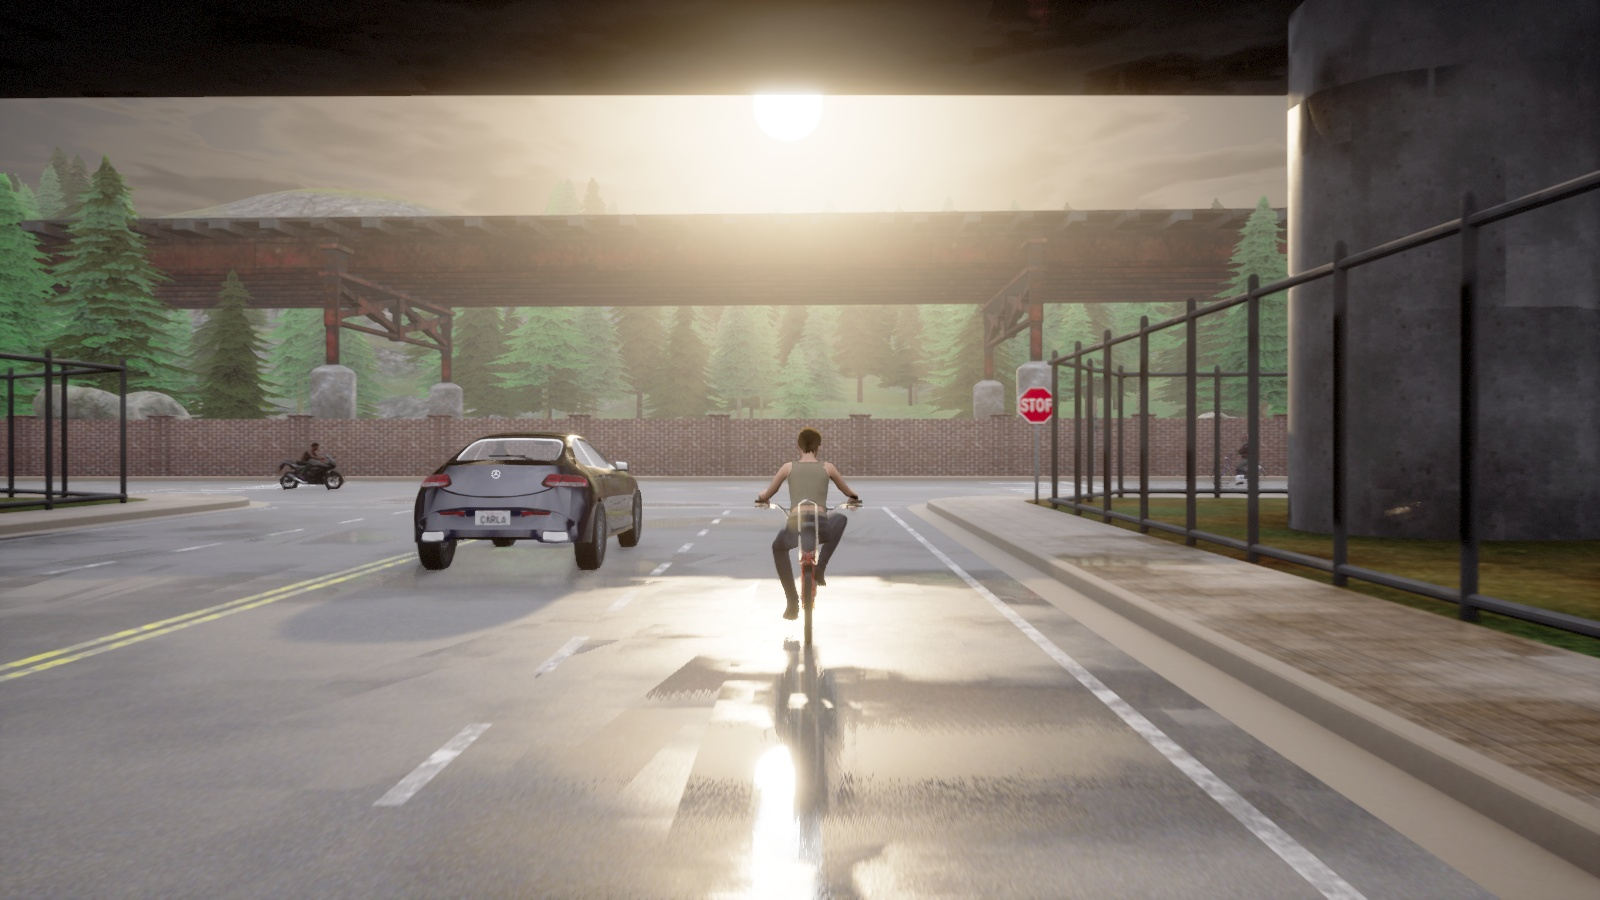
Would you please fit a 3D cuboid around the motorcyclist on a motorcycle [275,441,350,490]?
[{"bbox_3d":[-15.327,0.494,39.475,2.044,1.523,0.797,0,0,0],"label":"motorcyclist on a motorcycle"}]

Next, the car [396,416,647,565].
[{"bbox_3d":[-3.391,0.430,16.428,2.152,1.651,5.027,0,0,0],"label":"car"}]

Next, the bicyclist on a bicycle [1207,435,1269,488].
[{"bbox_3d":[14.769,0.390,42.345,1.843,1.776,0.659,0,0,1],"label":"bicyclist on a bicycle"}]

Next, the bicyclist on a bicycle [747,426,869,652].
[{"bbox_3d":[0.065,0.628,9.712,0.866,1.612,1.509,0,0,1],"label":"bicyclist on a bicycle"}]
